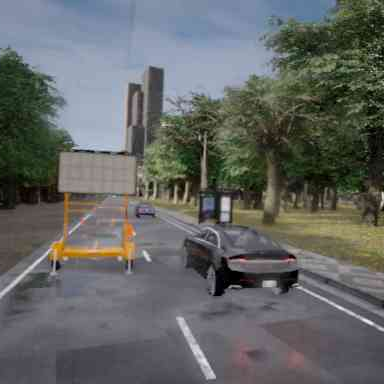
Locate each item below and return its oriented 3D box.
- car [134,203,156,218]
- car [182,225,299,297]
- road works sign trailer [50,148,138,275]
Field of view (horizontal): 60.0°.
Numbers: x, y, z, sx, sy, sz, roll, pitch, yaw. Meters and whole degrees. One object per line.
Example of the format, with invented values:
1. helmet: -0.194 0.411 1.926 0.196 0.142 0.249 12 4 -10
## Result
1. car: -4.802 1.804 33.639 2.033 1.411 5.357 2 -1 -13
2. car: 1.007 1.644 9.064 2.128 1.511 4.902 2 -1 -13
3. road works sign trailer: -3.001 0.484 10.553 2.380 3.560 2.880 2 -1 -13
